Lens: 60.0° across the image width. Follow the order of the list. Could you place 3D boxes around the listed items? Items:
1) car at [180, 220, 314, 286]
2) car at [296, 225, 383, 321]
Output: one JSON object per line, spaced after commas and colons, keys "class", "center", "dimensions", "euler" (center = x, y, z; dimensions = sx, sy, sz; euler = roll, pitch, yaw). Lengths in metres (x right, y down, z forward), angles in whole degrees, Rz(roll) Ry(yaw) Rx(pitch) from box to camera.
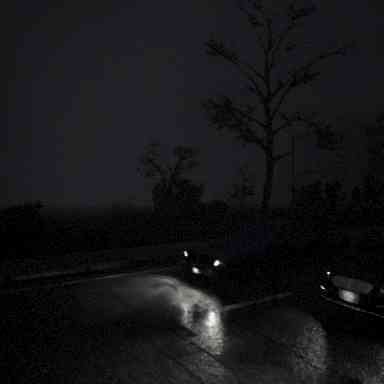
{"class": "car", "center": [2.359, 1.528, 9.520], "dimensions": [5.357, 1.411, 2.033], "euler": [0, 0, -32]}
{"class": "car", "center": [4.726, 1.481, 6.810], "dimensions": [4.902, 1.511, 2.128], "euler": [0, 0, -31]}
